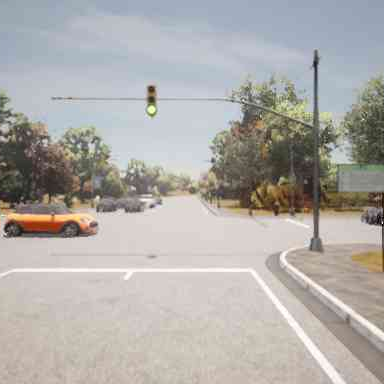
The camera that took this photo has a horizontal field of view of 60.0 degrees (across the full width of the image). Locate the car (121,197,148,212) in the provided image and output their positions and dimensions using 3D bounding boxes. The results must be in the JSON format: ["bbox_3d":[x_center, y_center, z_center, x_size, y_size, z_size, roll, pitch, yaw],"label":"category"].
[{"bbox_3d":[-7.084,1.709,41.247,1.837,1.490,4.892,0,0,0],"label":"car"}]

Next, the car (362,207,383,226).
[{"bbox_3d":[14.684,1.470,23.744,4.553,1.767,2.097,0,0,3],"label":"car"}]

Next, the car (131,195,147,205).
[{"bbox_3d":[-10.479,1.549,66.176,2.150,2.045,5.566,0,0,0],"label":"car"}]

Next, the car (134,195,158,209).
[{"bbox_3d":[-7.065,1.479,51.835,2.150,2.045,5.566,0,0,1],"label":"car"}]

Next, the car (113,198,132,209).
[{"bbox_3d":[-10.571,1.757,50.954,1.837,1.490,4.892,0,0,0],"label":"car"}]

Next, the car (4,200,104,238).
[{"bbox_3d":[-7.428,1.440,17.893,4.553,1.767,2.097,0,0,3],"label":"car"}]

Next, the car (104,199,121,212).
[{"bbox_3d":[-10.585,1.711,41.512,1.837,1.490,4.892,0,0,0],"label":"car"}]

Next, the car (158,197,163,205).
[{"bbox_3d":[-6.980,1.824,67.009,2.128,1.511,4.902,0,0,0],"label":"car"}]
